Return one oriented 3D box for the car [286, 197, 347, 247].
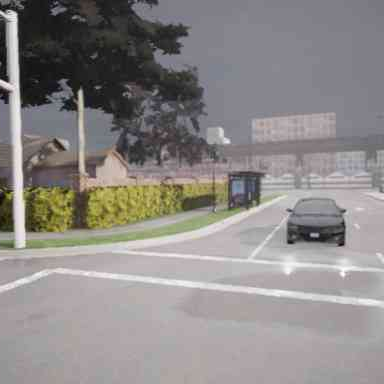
[{"bbox_3d":[4.780,0.971,12.841,1.882,1.535,5.008,0,3,21],"label":"car"}]
